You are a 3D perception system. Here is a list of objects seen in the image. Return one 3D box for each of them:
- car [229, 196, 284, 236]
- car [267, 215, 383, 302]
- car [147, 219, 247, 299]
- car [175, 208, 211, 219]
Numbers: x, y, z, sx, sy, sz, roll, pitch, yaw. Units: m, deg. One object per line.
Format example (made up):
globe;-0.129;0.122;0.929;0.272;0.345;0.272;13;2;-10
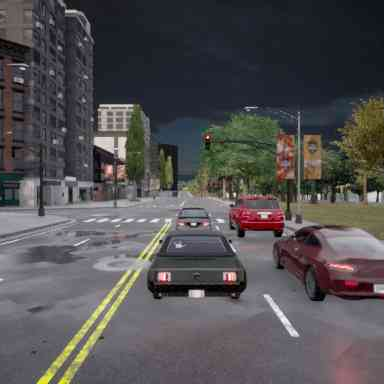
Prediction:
car;3.321;1.218;17.942;2.150;2.045;5.566;0;0;0
car;3.340;1.524;8.129;1.812;1.442;4.674;0;0;0
car;0.087;1.599;8.390;1.895;1.301;4.718;0;0;0
car;0.072;1.544;17.983;2.033;1.411;5.357;0;0;0
